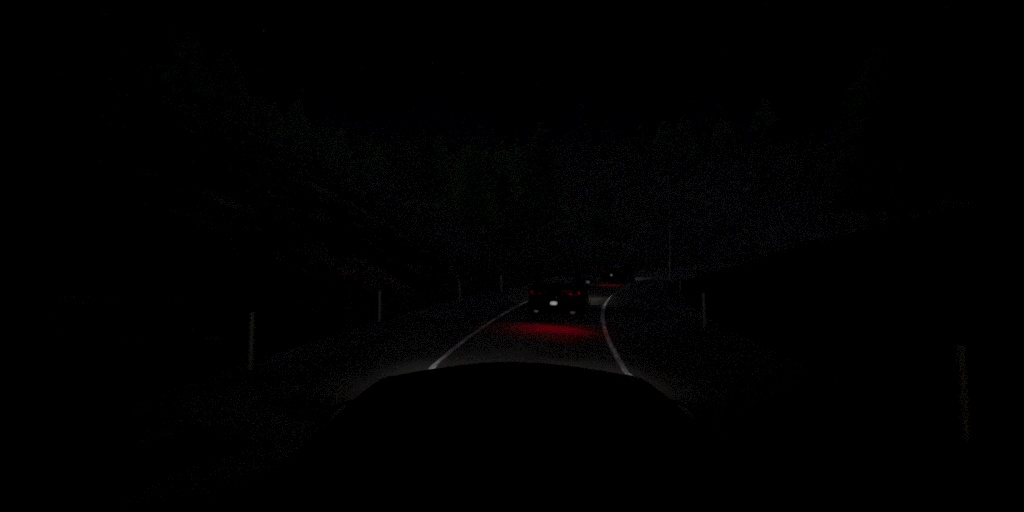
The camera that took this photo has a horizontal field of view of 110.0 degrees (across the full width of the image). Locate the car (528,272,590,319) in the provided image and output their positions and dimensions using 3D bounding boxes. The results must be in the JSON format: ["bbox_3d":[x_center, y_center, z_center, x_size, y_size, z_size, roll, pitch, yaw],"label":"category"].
[{"bbox_3d":[1.902,1.350,13.671,1.882,1.535,5.008,0,0,14],"label":"car"}]

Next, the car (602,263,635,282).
[{"bbox_3d":[9.016,1.332,30.248,1.882,1.535,5.008,-1,0,30],"label":"car"}]
